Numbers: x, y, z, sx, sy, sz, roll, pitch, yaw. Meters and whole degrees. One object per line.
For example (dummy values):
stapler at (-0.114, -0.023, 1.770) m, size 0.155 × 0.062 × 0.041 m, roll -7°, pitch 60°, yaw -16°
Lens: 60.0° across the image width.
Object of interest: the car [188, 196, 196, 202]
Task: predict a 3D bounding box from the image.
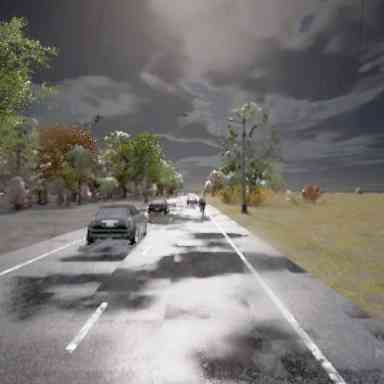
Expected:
car at (0.005, 1.669, 76.121) m, size 1.895 × 1.301 × 4.718 m, roll 0°, pitch 0°, yaw 0°

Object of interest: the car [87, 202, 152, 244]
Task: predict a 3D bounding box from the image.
car at (-3.401, 1.366, 15.919) m, size 2.097 × 1.767 × 4.553 m, roll 0°, pitch 0°, yaw 0°

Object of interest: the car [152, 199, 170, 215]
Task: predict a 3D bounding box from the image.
car at (-3.401, 1.510, 35.006) m, size 1.882 × 1.535 × 5.008 m, roll 0°, pitch 0°, yaw 0°

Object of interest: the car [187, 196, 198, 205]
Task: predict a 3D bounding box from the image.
car at (0.044, 1.623, 61.524) m, size 1.994 × 1.385 × 4.181 m, roll 0°, pitch 0°, yaw 1°

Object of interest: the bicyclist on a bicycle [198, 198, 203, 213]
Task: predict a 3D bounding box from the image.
bicyclist on a bicycle at (0.966, 1.488, 37.722) m, size 0.582 × 1.620 × 1.656 m, roll 0°, pitch 0°, yaw 0°

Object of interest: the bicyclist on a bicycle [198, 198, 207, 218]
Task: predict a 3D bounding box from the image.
bicyclist on a bicycle at (0.967, 1.397, 28.933) m, size 0.659 × 1.776 × 1.843 m, roll 0°, pitch 0°, yaw 0°
